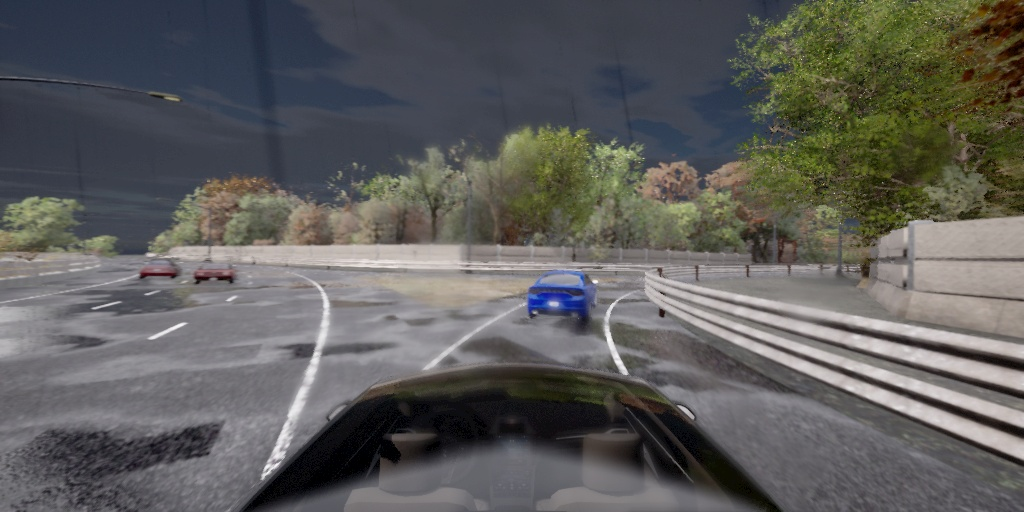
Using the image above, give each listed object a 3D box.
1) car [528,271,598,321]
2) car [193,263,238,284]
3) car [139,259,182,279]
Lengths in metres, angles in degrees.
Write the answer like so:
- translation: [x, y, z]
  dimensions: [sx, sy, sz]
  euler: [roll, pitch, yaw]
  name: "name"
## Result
- translation: [1.952, 1.253, 12.764]
  dimensions: [1.882, 1.535, 5.008]
  euler: [0, 0, 17]
  name: "car"
- translation: [-18.985, 1.071, 23.152]
  dimensions: [1.895, 1.301, 4.718]
  euler: [1, 0, -34]
  name: "car"
- translation: [-26.138, 0.930, 26.759]
  dimensions: [1.994, 1.385, 4.181]
  euler: [1, 0, -38]
  name: "car"
